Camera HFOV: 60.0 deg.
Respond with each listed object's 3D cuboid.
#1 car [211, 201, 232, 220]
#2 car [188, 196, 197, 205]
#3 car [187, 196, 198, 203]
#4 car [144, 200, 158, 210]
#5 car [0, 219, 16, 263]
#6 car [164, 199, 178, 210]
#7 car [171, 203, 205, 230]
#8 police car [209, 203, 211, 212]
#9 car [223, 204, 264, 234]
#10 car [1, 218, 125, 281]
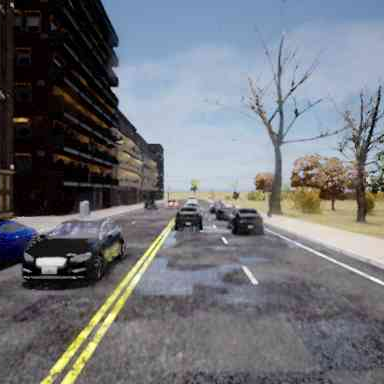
[{"bbox_3d":[3.284,1.828,31.990,2.128,1.511,4.902,0,-1,0],"label":"car"},{"bbox_3d":[0.088,2.062,80.428,2.150,2.045,5.566,0,-1,0],"label":"car"},{"bbox_3d":[0.075,1.952,69.611,2.150,2.045,5.566,0,-1,0],"label":"car"},{"bbox_3d":[-6.525,2.062,53.131,1.837,1.490,4.892,0,-1,0],"label":"car"},{"bbox_3d":[-6.589,1.638,10.623,1.812,1.442,4.674,0,-1,0],"label":"car"},{"bbox_3d":[-3.270,1.915,54.009,2.097,1.767,4.553,0,0,0],"label":"car"},{"bbox_3d":[-0.174,1.752,23.295,1.837,1.490,4.892,0,0,1],"label":"car"},{"bbox_3d":[3.297,1.956,42.990,2.038,1.542,4.974,0,-1,0],"label":"police car"},{"bbox_3d":[3.273,1.725,20.990,1.837,1.490,4.892,0,-1,0],"label":"car"},{"bbox_3d":[-3.339,1.600,10.248,2.128,1.511,4.902,0,-1,0],"label":"car"}]
